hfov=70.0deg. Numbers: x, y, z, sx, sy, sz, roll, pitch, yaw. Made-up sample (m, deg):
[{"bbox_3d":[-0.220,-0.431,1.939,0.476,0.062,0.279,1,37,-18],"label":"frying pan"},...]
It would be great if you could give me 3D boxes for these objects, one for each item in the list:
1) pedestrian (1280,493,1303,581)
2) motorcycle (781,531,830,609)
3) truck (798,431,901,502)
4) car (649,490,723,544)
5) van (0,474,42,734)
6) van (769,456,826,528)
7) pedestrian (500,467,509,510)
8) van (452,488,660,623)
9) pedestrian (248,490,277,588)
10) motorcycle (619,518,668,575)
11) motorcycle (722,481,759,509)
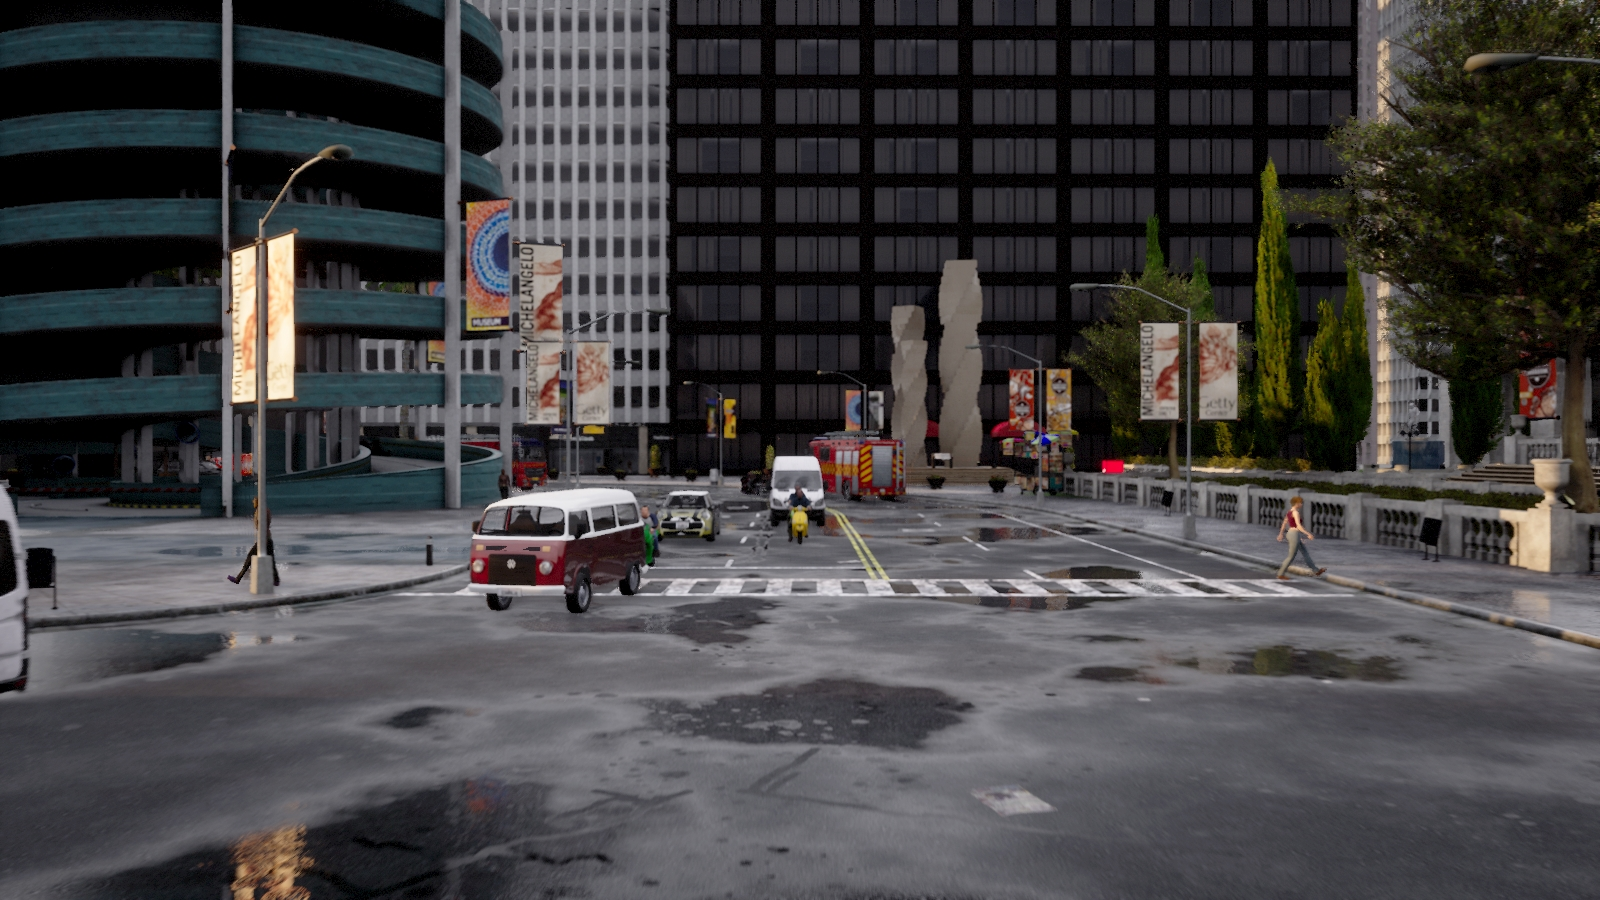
[{"bbox_3d":[10.481,1.849,24.366,0.375,1.860,0.375,0,0,7],"label":"pedestrian"},{"bbox_3d":[0.100,2.182,21.072,0.856,1.236,1.805,0,0,0],"label":"motorcycle"},{"bbox_3d":[2.683,0.891,65.765,2.891,3.827,8.468,0,0,-20],"label":"truck"},{"bbox_3d":[-3.546,2.065,36.073,1.970,1.475,3.806,0,0,0],"label":"car"},{"bbox_3d":[-10.929,1.535,11.433,5.915,2.561,1.988,0,0,12],"label":"van"},{"bbox_3d":[-0.158,1.535,44.025,1.988,2.561,5.915,0,0,-2],"label":"van"},{"bbox_3d":[-13.096,1.697,50.630,0.375,1.860,0.375,0,0,-9],"label":"pedestrian"},{"bbox_3d":[-4.293,1.783,20.945,2.069,2.038,4.480,0,0,12],"label":"van"},{"bbox_3d":[-10.340,1.698,21.967,0.375,1.860,0.375,0,0,1],"label":"pedestrian"},{"bbox_3d":[-3.613,2.213,26.589,0.803,1.145,2.033,0,0,2],"label":"motorcycle"},{"bbox_3d":[-2.949,2.206,56.412,0.867,1.251,2.209,-1,0,-32],"label":"motorcycle"}]
